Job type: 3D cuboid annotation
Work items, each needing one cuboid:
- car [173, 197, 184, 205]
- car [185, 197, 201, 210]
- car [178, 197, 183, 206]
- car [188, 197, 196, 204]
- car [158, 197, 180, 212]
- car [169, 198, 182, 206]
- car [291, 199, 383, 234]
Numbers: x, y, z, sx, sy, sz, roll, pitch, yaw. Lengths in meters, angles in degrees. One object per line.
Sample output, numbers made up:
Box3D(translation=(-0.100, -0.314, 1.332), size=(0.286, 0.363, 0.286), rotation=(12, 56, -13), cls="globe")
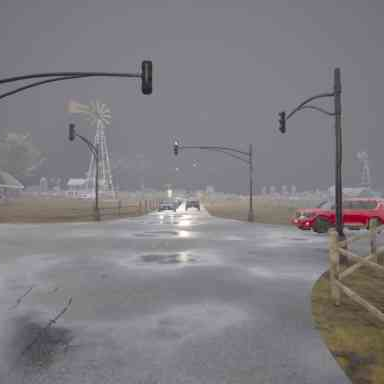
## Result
Box3D(translation=(-2.789, 1.810, 69.078), size=(2.033, 1.411, 5.357), rotation=(0, 0, 0), cls="car")
Box3D(translation=(0.086, 1.626, 44.959), size=(1.837, 1.490, 4.892), rotation=(0, 0, 0), cls="car")
Box3D(translation=(-2.879, 1.630, 48.489), size=(2.128, 1.511, 4.902), rotation=(0, 0, 0), cls="car")
Box3D(translation=(-0.028, 1.811, 72.481), size=(1.812, 1.442, 4.674), rotation=(0, 0, 0), cls="car")
Box3D(translation=(-2.876, 1.661, 39.747), size=(1.994, 1.385, 4.181), rotation=(0, 0, 0), cls="car")
Box3D(translation=(-2.865, 1.795, 58.470), size=(1.895, 1.301, 4.718), rotation=(0, 0, 0), cls="car")
Box3D(translation=(8.810, 1.405, 19.854), size=(5.566, 2.045, 2.150), rotation=(1, -2, -9), cls="car")
